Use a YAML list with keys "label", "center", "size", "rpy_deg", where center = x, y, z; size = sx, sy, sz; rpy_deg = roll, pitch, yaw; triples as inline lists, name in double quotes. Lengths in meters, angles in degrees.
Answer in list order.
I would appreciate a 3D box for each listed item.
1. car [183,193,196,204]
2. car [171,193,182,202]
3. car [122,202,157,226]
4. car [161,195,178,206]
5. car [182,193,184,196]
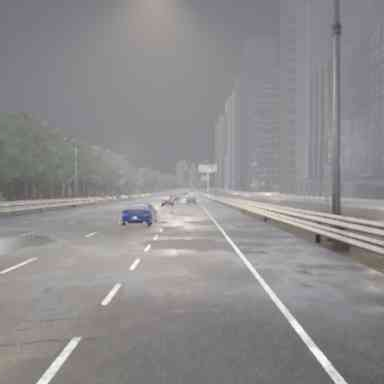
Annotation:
- label: "car"
  center: [-0.127, 1.429, 62.884]
  size: [2.128, 1.511, 4.902]
  rpy_deg: [0, 0, 0]
- label: "car"
  center: [-3.786, 1.281, 71.015]
  size: [2.097, 1.767, 4.553]
  rpy_deg: [0, 0, 0]
- label: "car"
  center: [-3.538, 1.450, 23.009]
  size: [1.882, 1.535, 5.008]
  rpy_deg: [0, 0, 0]
- label: "car"
  center: [-3.656, 1.551, 51.555]
  size: [1.895, 1.301, 4.718]
  rpy_deg: [0, 0, 0]
- label: "car"
  center: [-3.934, 1.469, 94.959]
  size: [1.895, 1.301, 4.718]
  rpy_deg: [0, 0, 0]
